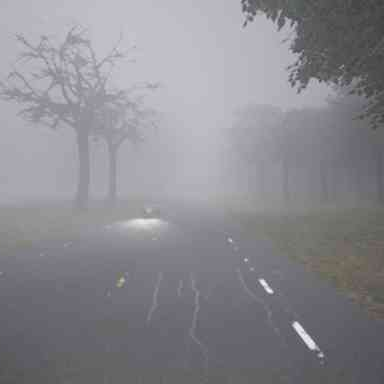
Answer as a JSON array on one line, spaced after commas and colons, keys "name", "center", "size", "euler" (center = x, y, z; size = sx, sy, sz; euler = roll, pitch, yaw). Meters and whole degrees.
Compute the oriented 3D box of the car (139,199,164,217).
[{"name": "car", "center": [-3.591, 1.361, 30.166], "size": [2.128, 1.511, 4.902], "euler": [0, 0, 0]}]
